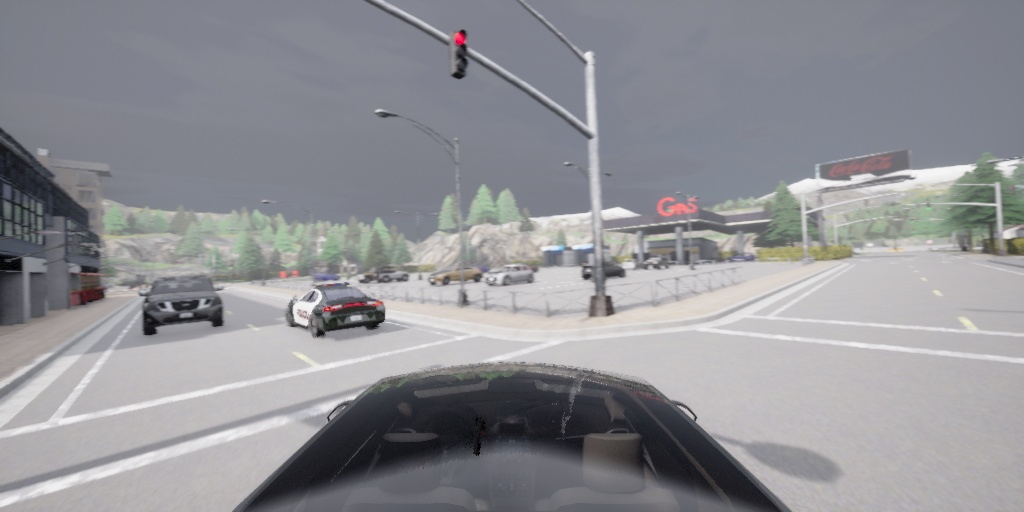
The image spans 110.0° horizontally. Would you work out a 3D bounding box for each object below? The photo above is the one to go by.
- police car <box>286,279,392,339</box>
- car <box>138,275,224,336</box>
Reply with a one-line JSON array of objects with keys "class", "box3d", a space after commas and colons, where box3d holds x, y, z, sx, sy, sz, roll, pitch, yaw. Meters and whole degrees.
[{"class": "police car", "box3d": [-6.275, 1.761, 12.386, 2.038, 1.542, 4.974, -2, -1, -44]}, {"class": "car", "box3d": [-13.210, 1.812, 14.425, 2.150, 2.045, 5.566, -2, -1, -44]}]
